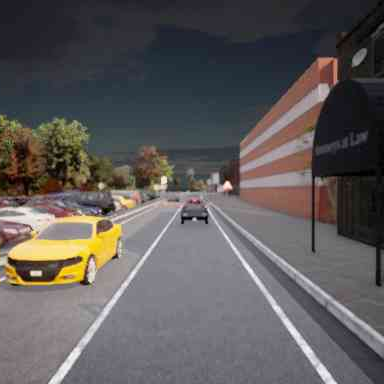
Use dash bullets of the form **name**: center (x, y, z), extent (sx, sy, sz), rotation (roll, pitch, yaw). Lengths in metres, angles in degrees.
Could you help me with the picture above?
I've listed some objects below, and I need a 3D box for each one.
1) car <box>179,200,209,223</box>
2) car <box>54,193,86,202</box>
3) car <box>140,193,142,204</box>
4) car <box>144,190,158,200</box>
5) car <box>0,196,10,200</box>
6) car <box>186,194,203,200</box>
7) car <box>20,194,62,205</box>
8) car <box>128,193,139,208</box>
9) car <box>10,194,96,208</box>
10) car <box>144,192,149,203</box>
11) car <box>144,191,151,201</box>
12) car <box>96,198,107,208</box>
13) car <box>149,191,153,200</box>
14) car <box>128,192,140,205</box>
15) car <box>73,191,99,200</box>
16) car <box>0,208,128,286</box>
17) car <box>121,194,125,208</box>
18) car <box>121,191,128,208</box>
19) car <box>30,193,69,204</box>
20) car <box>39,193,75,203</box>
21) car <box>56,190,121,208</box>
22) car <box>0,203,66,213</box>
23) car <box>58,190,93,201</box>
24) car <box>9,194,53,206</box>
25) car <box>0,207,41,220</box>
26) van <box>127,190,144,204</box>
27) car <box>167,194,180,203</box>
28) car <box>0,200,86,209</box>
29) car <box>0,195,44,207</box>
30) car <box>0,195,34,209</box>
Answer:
- **car**: center (0.189, 1.481, 23.998), extent (1.895, 1.301, 4.718), rotation (0, 1, 0)
- **car**: center (-21.676, 0.887, 59.206), extent (4.892, 1.521, 2.231), rotation (0, 1, 0)
- **car**: center (-9.163, 1.153, 42.287), extent (4.674, 1.452, 2.002), rotation (0, 1, 0)
- **car**: center (-9.091, 0.886, 59.239), extent (5.008, 1.535, 2.097), rotation (0, 1, 0)
- **car**: center (-21.774, 1.226, 33.671), extent (5.008, 1.535, 2.097), rotation (0, 1, 0)
- **car**: center (0.329, 1.029, 41.490), extent (2.097, 1.767, 4.553), rotation (0, 1, 1)
- **car**: center (-21.707, 1.038, 47.912), extent (5.008, 1.535, 2.097), rotation (0, 1, 0)
- **car**: center (-9.003, 1.184, 36.635), extent (5.366, 1.575, 1.946), rotation (0, 1, 0)
- **car**: center (-9.278, 1.248, 22.507), extent (4.553, 1.767, 2.185), rotation (0, 1, 0)
- **car**: center (-9.113, 1.068, 47.938), extent (4.792, 1.488, 2.163), rotation (0, 1, 0)
- **car**: center (-9.134, 1.041, 50.764), extent (4.674, 1.452, 2.002), rotation (0, 1, 0)
- **car**: center (-9.238, 1.376, 25.335), extent (4.674, 1.452, 2.002), rotation (0, 1, 0)
- **car**: center (-9.117, 1.004, 53.589), extent (4.674, 1.452, 2.002), rotation (0, 1, 0)
- **car**: center (-9.363, 1.147, 39.462), extent (5.366, 1.575, 1.946), rotation (0, 1, 0)
- **car**: center (-21.572, 0.630, 67.683), extent (4.553, 1.767, 2.185), rotation (0, 0, 0)
- **car**: center (-3.327, 1.461, 9.606), extent (1.882, 1.535, 5.008), rotation (0, 0, 0)
- **car**: center (-9.397, 1.259, 30.986), extent (5.366, 1.575, 1.946), rotation (0, 1, 0)
- **car**: center (-9.232, 1.099, 33.809), extent (4.553, 1.767, 2.185), rotation (0, 1, 0)
- **car**: center (-21.695, 1.001, 50.736), extent (5.008, 1.535, 2.097), rotation (0, 1, 0)
- **car**: center (-21.684, 0.965, 53.559), extent (4.892, 1.521, 2.231), rotation (0, 1, 0)
- **car**: center (-9.252, 1.048, 28.156), extent (5.566, 2.045, 2.435), rotation (0, 1, 0)
- **car**: center (-9.267, 1.488, 16.858), extent (4.674, 1.452, 2.002), rotation (0, 1, 0)
- **car**: center (-21.631, 0.597, 61.902), extent (5.566, 2.045, 2.435), rotation (0, 1, 0)
- **car**: center (-21.752, 1.105, 45.089), extent (4.792, 1.488, 2.163), rotation (0, 1, 0)
- **car**: center (-9.284, 1.521, 14.024), extent (4.674, 1.452, 2.002), rotation (0, 1, 0)
- **van**: center (-9.271, 0.850, 45.110), extent (4.442, 1.987, 1.878), rotation (0, 1, 0)
- **car**: center (-2.953, 1.039, 53.534), extent (1.837, 1.490, 4.892), rotation (0, 0, 1)
- **car**: center (-9.253, 1.411, 19.683), extent (5.008, 1.535, 2.097), rotation (0, 1, 0)
- **car**: center (-21.739, 1.114, 42.141), extent (5.008, 1.535, 2.097), rotation (0, 1, 0)
- **car**: center (-21.741, 1.151, 39.318), extent (5.008, 1.535, 2.097), rotation (0, 1, 0)
